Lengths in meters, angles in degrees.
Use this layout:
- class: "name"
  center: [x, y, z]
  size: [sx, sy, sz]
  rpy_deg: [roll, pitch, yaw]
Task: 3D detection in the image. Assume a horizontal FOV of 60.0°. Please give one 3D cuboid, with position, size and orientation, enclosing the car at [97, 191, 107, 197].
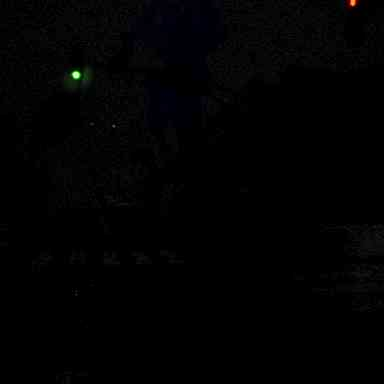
- class: "car"
  center: [-12.921, 0.983, 50.520]
  size: [1.967, 1.590, 4.097]
  rpy_deg: [0, 0, -16]

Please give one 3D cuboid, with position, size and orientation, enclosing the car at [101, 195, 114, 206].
- class: "car"
  center: [-8.228, 1.285, 34.602]
  size: [1.802, 1.307, 4.206]
  rpy_deg: [0, 0, -16]

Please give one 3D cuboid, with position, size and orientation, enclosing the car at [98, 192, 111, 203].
- class: "car"
  center: [-11.357, 1.141, 45.215]
  size: [1.887, 1.381, 4.507]
  rpy_deg: [0, 0, -16]

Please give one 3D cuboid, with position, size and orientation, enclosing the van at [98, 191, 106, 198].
- class: "van"
  center: [-22.311, 0.563, 82.357]
  size: [1.690, 1.788, 3.998]
  rpy_deg: [0, 0, -16]

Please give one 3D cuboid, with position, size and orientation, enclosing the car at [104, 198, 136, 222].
- class: "car"
  center: [-5.097, 1.355, 23.990]
  size: [1.887, 1.381, 4.507]
  rpy_deg: [0, 0, -16]

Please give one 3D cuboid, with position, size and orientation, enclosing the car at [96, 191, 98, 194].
- class: "car"
  center: [-17.618, 0.933, 66.440]
  size: [2.008, 1.369, 4.403]
  rpy_deg: [0, 0, -16]
